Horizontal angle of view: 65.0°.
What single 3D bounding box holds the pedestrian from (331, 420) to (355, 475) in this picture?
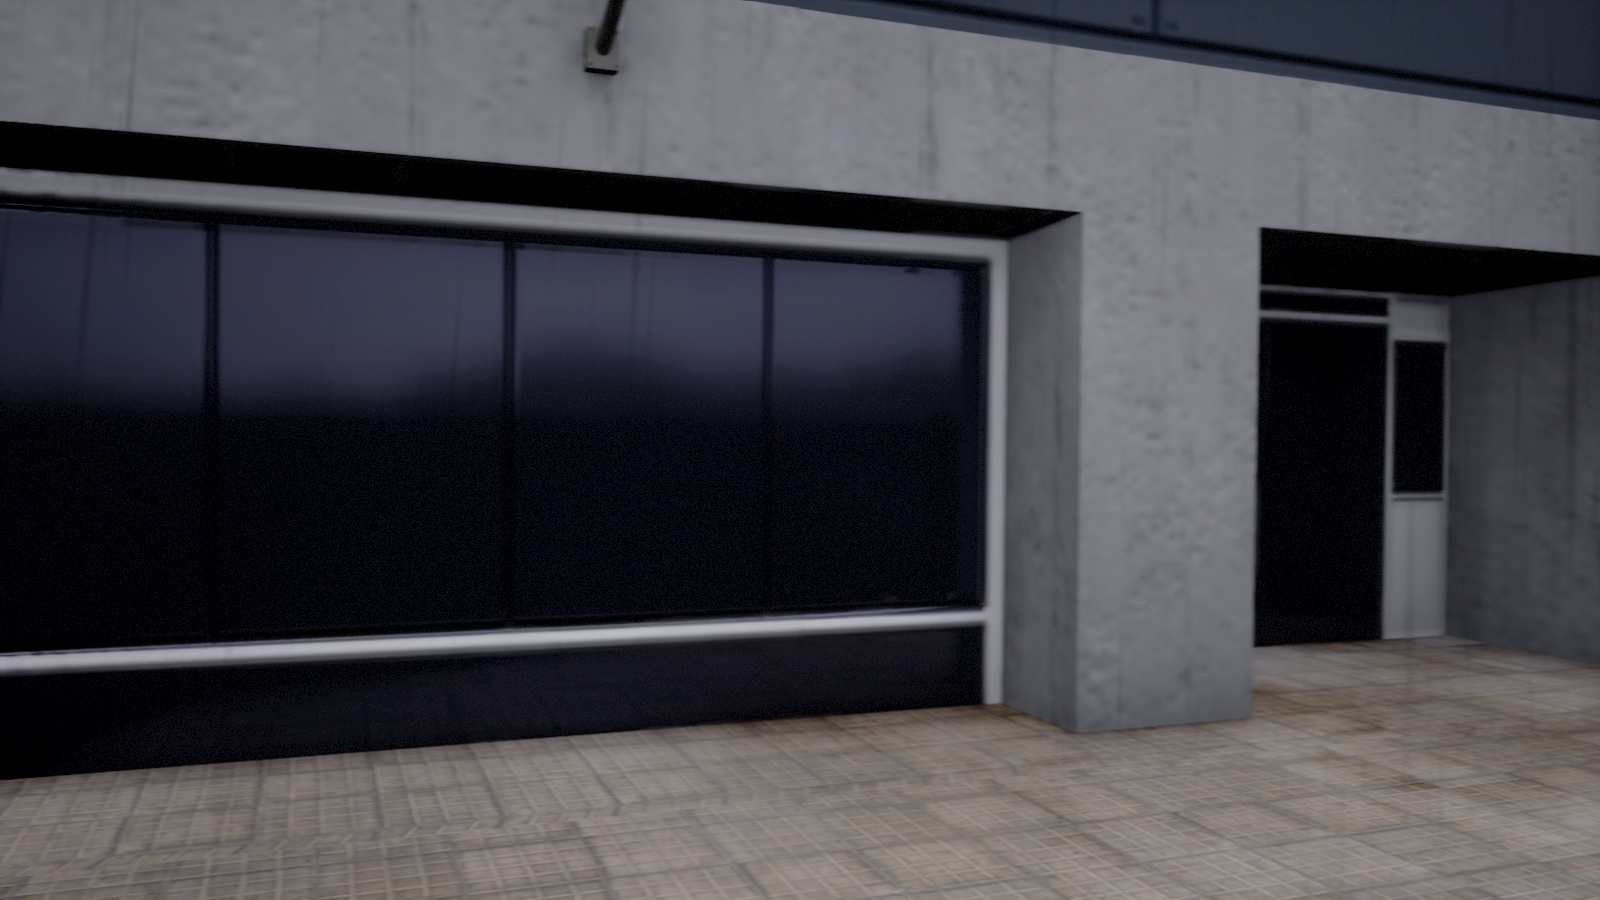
[{"bbox_3d":[-16.332,-0.095,44.887,0.788,1.949,0.423,-1,1,-19],"label":"pedestrian"}]
